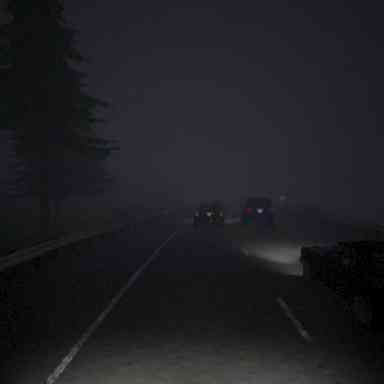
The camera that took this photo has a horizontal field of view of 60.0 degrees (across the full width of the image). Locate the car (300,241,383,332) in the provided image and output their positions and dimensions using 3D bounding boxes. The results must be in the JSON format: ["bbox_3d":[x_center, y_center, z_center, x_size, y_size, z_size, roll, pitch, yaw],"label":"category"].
[{"bbox_3d":[3.756,1.663,6.841,1.895,1.301,4.718,0,0,2],"label":"car"}]

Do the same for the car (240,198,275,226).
[{"bbox_3d":[4.933,1.441,25.498,2.150,2.045,5.566,0,0,5],"label":"car"}]

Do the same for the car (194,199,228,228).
[{"bbox_3d":[1.308,1.555,24.004,2.097,1.767,4.553,0,-1,5],"label":"car"}]
